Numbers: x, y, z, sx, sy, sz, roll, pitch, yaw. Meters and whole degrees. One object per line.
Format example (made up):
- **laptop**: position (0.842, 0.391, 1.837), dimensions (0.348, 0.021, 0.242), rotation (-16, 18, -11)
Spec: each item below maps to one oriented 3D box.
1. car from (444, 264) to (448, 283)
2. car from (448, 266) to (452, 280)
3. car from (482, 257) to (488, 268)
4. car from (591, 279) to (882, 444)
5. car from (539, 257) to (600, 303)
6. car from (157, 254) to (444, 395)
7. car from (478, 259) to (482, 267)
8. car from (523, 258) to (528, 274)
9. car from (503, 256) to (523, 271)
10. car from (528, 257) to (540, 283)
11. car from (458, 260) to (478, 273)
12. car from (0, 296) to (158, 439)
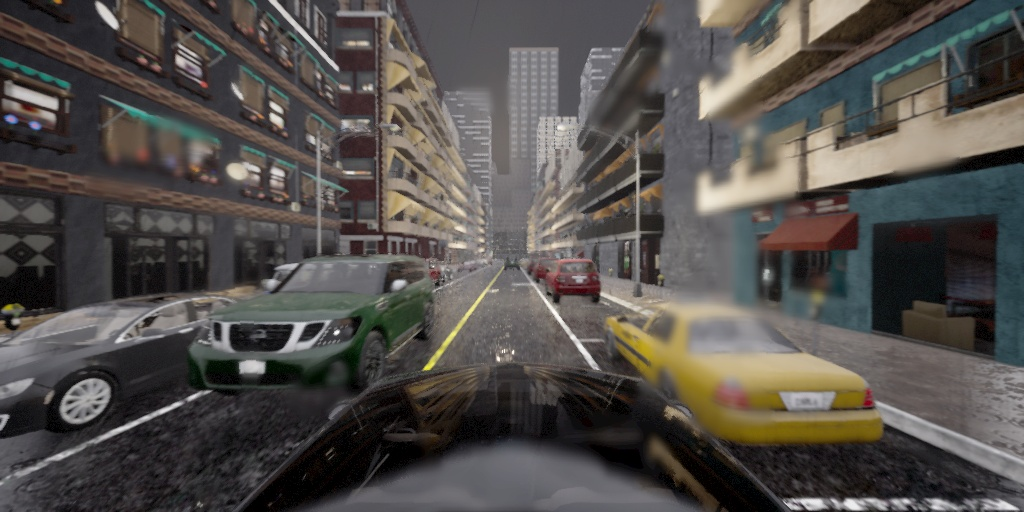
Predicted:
- **car**: position (-5.680, 1.065, 22.231), dimensions (2.192, 1.841, 5.009), rotation (0, 0, 0)
- **car**: position (-5.697, 1.301, 27.833), dimensions (2.007, 1.370, 4.403), rotation (0, 0, 0)
- **car**: position (-5.686, 1.304, 61.445), dimensions (2.007, 1.370, 4.403), rotation (0, 0, 0)
- **car**: position (2.689, 1.275, 5.565), dimensions (1.751, 1.417, 4.829), rotation (0, 0, 0)
- **car**: position (2.690, 1.065, 16.599), dimensions (2.192, 1.841, 5.009), rotation (0, 0, 0)
- **car**: position (-3.030, 0.973, 6.983), dimensions (2.150, 2.045, 5.566), rotation (0, 0, 0)
- **car**: position (-5.687, 1.334, 50.241), dimensions (1.802, 1.307, 4.207), rotation (0, 0, 0)
- **car**: position (2.693, 1.066, 39.008), dimensions (2.192, 1.841, 5.009), rotation (0, 0, 0)
- **car**: position (0.004, 0.973, 50.021), dimensions (2.150, 2.045, 5.566), rotation (0, 0, 0)
- **car**: position (2.691, 1.065, 27.803), dimensions (2.192, 1.841, 5.009), rotation (0, 0, 0)
- **car**: position (-5.688, 1.334, 44.639), dimensions (1.802, 1.307, 4.207), rotation (0, 0, 0)
- **car**: position (-5.659, 1.301, 5.424), dimensions (2.007, 1.370, 4.403), rotation (0, 0, 0)
